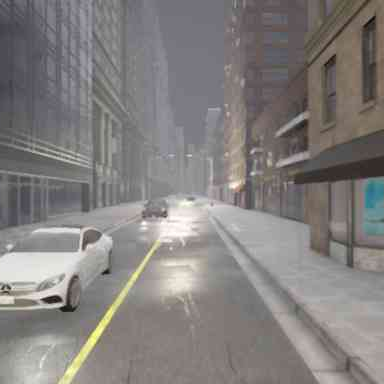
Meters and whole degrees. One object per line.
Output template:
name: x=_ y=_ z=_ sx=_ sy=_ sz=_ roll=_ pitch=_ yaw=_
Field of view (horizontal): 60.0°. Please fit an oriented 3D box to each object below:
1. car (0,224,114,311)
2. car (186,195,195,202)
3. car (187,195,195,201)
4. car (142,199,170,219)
car: x=-3.124 y=1.542 z=7.897 sx=1.812 sy=1.442 sz=4.674 roll=0 pitch=0 yaw=0
car: x=-0.300 y=1.603 z=78.271 sx=1.837 sy=1.490 sz=4.892 roll=0 pitch=0 yaw=0
car: x=-0.339 y=1.552 z=88.693 sx=2.033 sy=1.411 sz=5.357 roll=0 pitch=0 yaw=0
car: x=-3.120 y=1.388 z=29.258 sx=2.097 sy=1.767 sz=4.553 roll=0 pitch=0 yaw=0
